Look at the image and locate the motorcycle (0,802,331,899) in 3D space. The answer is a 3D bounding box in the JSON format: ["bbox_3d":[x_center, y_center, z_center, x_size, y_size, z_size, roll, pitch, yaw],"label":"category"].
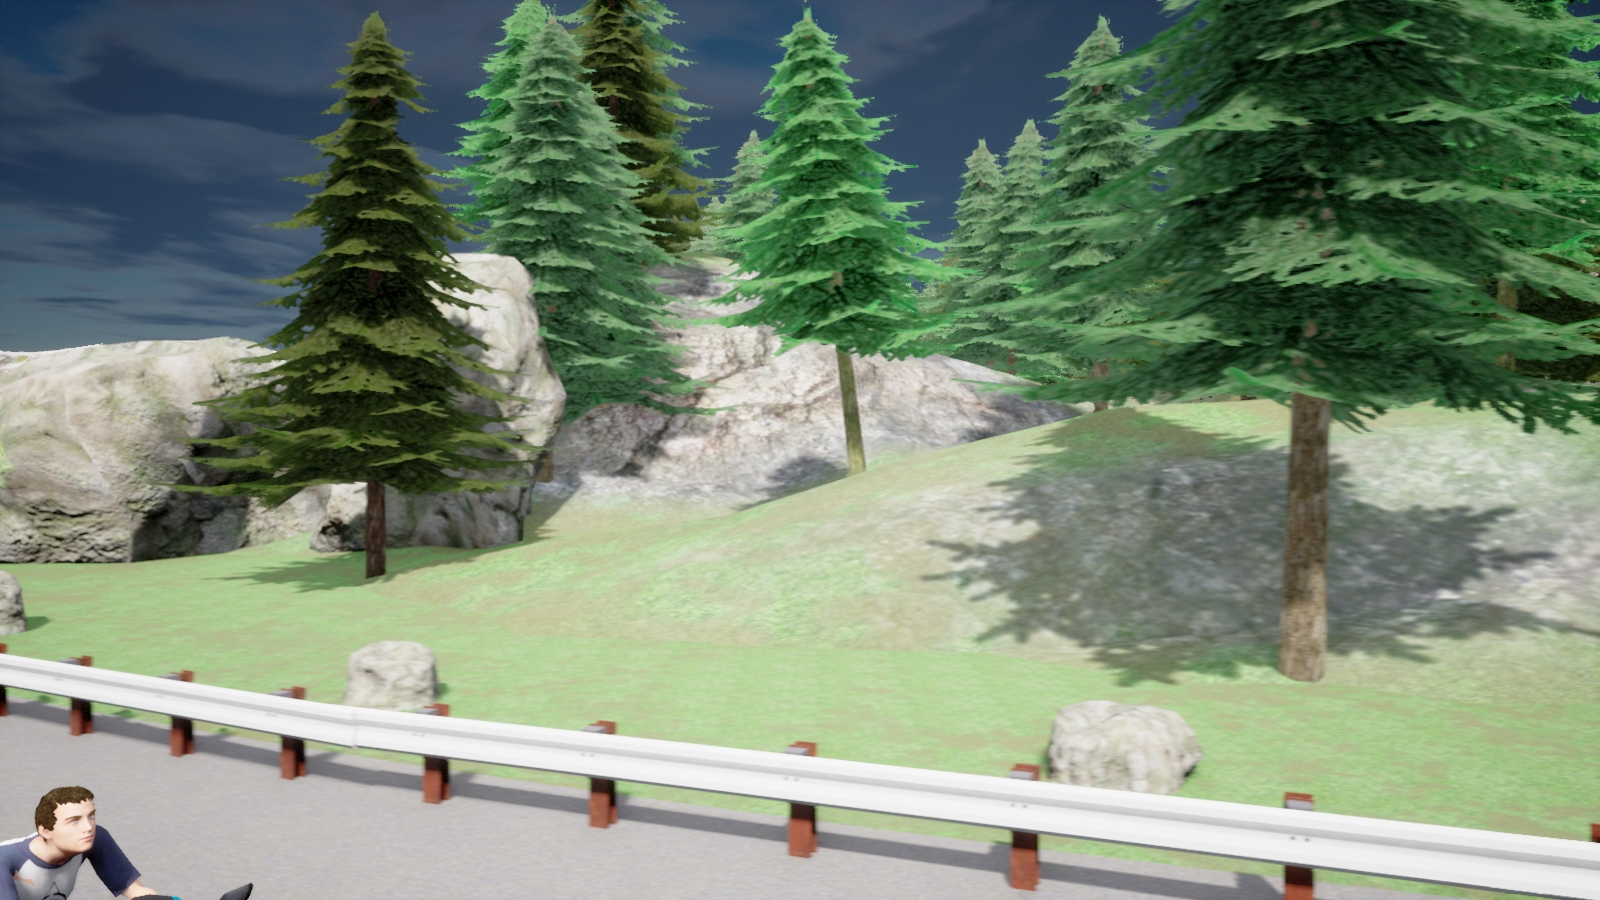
[{"bbox_3d":[-2.871,2.176,4.359,2.033,1.217,0.803,0,0,23],"label":"motorcycle"}]
